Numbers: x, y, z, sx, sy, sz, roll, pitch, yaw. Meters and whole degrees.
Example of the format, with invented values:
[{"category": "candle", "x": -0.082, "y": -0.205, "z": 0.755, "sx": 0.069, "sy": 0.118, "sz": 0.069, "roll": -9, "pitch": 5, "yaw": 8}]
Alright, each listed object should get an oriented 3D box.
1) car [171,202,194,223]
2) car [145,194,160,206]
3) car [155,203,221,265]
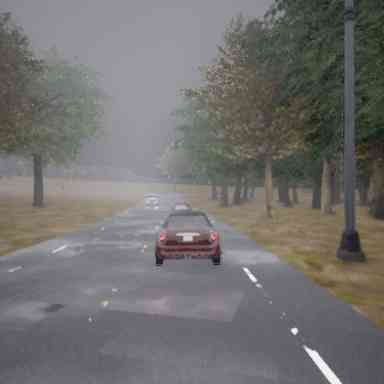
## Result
[{"category": "car", "x": -0.859, "y": 1.670, "z": 28.094, "sx": 1.812, "sy": 1.442, "sz": 4.674, "roll": 0, "pitch": 0, "yaw": -3}, {"category": "car", "x": -6.766, "y": 1.362, "z": 57.075, "sx": 2.150, "sy": 2.045, "sz": 5.566, "roll": 0, "pitch": 0, "yaw": -4}, {"category": "car", "x": -0.173, "y": 1.449, "z": 12.272, "sx": 2.097, "sy": 1.767, "sz": 4.553, "roll": -1, "pitch": 0, "yaw": -1}]
